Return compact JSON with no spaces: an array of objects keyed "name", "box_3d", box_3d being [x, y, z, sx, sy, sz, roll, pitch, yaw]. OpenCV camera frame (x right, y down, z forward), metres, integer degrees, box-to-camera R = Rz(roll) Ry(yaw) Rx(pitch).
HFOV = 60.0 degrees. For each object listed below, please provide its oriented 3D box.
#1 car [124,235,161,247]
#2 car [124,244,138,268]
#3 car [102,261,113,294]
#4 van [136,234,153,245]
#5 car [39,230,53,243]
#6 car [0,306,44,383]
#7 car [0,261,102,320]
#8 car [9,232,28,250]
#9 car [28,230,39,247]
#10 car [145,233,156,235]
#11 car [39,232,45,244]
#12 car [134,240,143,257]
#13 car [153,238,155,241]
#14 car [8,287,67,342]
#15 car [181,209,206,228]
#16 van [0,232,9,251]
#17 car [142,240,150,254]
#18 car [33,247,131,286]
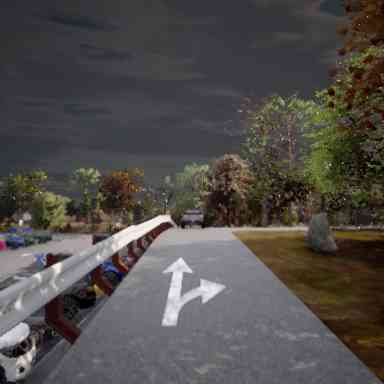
[{"name":"car","box_3d":[-6.989,6.861,47.181,4.792,1.488,2.163,2,-5,-20]},{"name":"car","box_3d":[-6.948,5.218,26.062,4.553,1.767,2.185,2,-5,-20]},{"name":"car","box_3d":[-7.056,4.695,16.949,5.366,1.575,1.946,2,-4,-20]},{"name":"van","box_3d":[-6.846,5.761,35.164,4.442,1.987,1.878,2,-5,-20]},{"name":"car","box_3d":[-23.990,6.790,50.155,5.566,2.045,2.435,1,-4,-20]},{"name":"car","box_3d":[-6.812,3.816,7.999,5.566,2.045,2.435,2,-5,-20]},{"name":"car","box_3d":[-6.899,4.241,14.012,5.566,2.045,2.435,2,-4,-20]},{"name":"car","box_3d":[-23.909,6.169,41.334,5.566,2.045,2.435,1,-5,-20]},{"name":"car","box_3d":[-23.920,6.376,44.285,5.566,2.045,2.435,1,-5,-20]},{"name":"car","box_3d":[-6.999,6.154,41.131,5.566,2.045,2.435,2,-4,-20]},{"name":"car","box_3d":[-23.937,6.865,47.225,4.792,1.488,2.163,1,-5,-20]},{"name":"car","box_3d":[-6.969,5.431,29.083,4.553,1.767,2.185,2,-5,-20]},{"name":"car","box_3d":[-6.935,6.069,38.132,4.553,1.767,2.185,2,-4,-20]},{"name":"car","box_3d":[-6.871,4.281,10.995,4.892,1.521,2.231,2,-5,-20]},{"name":"car","box_3d":[0.091,2.190,27.420,2.128,1.511,4.902,0,-5,0]},{"name":"van","box_3d":[-24.028,5.984,38.321,4.442,1.987,1.878,1,-4,-20]},{"name":"car","box_3d":[-6.937,5.770,32.087,4.892,1.521,2.231,2,-4,-20]},{"name":"car","box_3d":[-6.865,4.669,20.060,5.566,2.045,2.435,2,-5,-20]}]
